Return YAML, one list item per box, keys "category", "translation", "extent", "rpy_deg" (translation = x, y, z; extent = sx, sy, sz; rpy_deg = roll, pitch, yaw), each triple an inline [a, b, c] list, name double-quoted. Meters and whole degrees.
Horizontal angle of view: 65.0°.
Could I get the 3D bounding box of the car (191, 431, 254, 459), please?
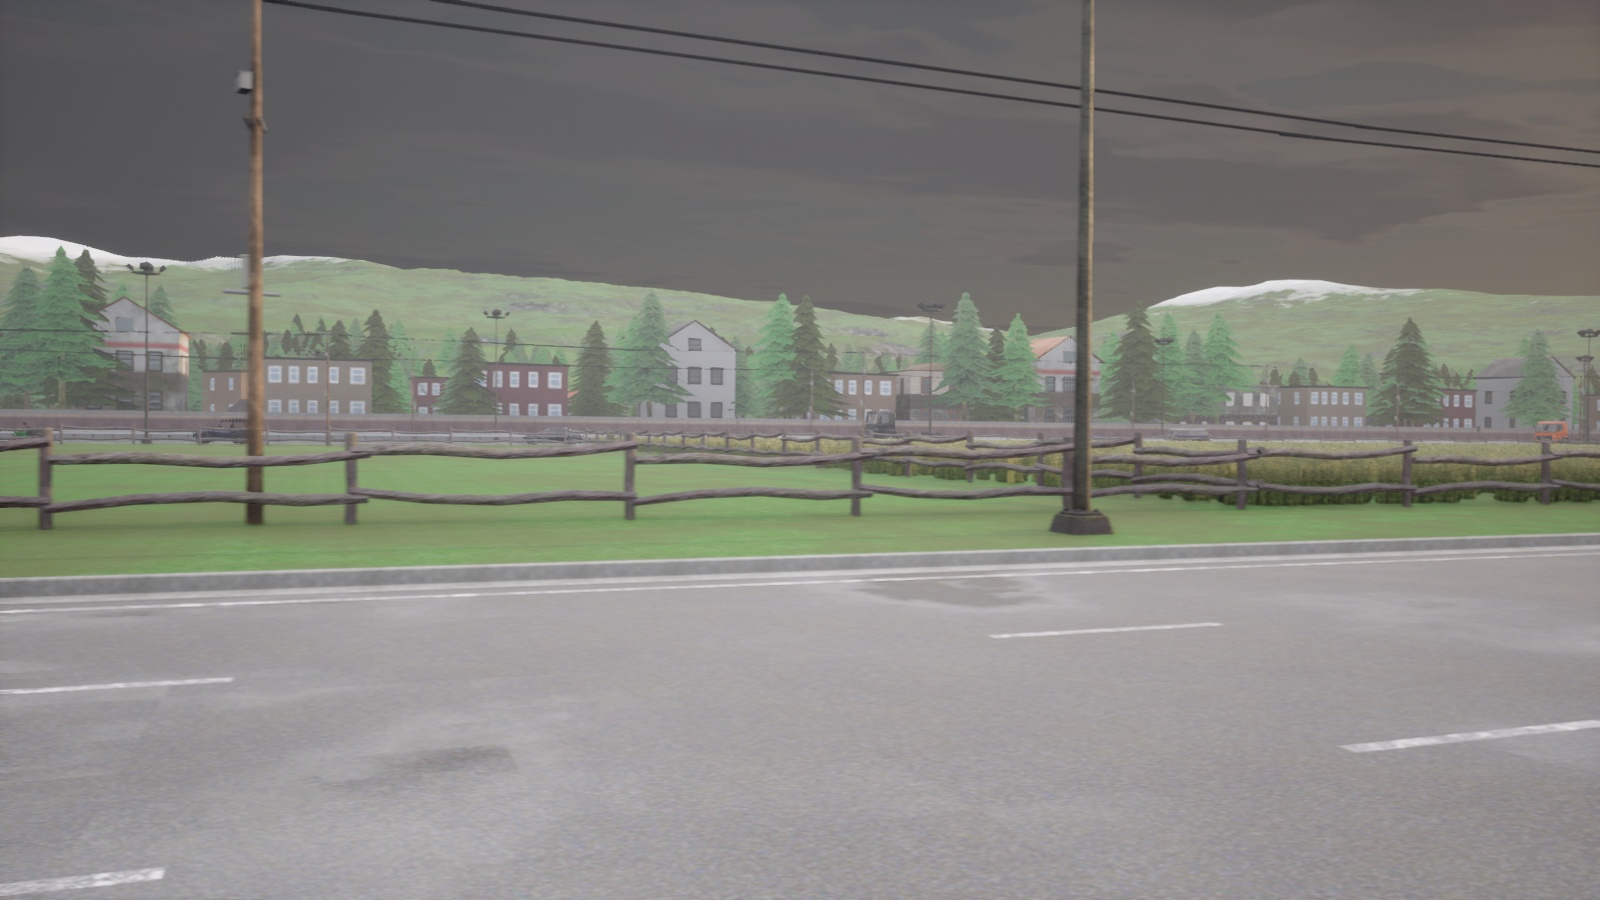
- category: "car"
  translation: [-40.310, -0.391, 87.715]
  extent: [3.866, 1.878, 1.905]
  rpy_deg: [-1, 1, -21]
